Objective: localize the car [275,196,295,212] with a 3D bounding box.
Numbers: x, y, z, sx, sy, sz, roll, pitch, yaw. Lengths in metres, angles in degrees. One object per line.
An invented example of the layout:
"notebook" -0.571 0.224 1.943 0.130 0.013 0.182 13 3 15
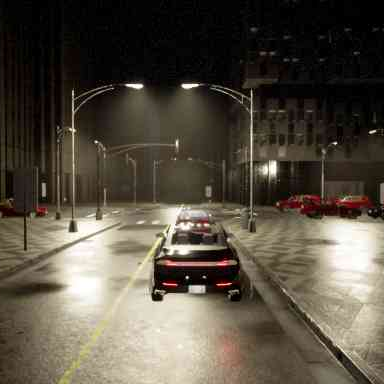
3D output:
"car" 12.044 1.326 37.698 5.009 1.841 2.192 0 1 0

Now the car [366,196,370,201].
"car" 17.687 1.354 37.725 5.009 1.841 2.192 0 1 0

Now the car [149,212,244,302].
"car" 0.086 1.490 8.253 2.128 1.511 4.902 0 0 0

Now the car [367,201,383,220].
"car" 17.716 1.743 29.204 4.313 1.339 1.947 0 1 0

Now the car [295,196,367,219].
"car" 12.074 1.463 29.175 5.009 1.841 2.192 0 1 0

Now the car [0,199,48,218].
"car" -14.967 1.567 29.050 4.507 1.381 1.887 0 1 0

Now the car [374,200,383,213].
"car" 23.329 1.635 37.754 4.313 1.339 1.947 0 1 0

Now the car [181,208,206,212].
"car" 0.071 1.550 17.963 2.033 1.411 5.357 0 0 0
